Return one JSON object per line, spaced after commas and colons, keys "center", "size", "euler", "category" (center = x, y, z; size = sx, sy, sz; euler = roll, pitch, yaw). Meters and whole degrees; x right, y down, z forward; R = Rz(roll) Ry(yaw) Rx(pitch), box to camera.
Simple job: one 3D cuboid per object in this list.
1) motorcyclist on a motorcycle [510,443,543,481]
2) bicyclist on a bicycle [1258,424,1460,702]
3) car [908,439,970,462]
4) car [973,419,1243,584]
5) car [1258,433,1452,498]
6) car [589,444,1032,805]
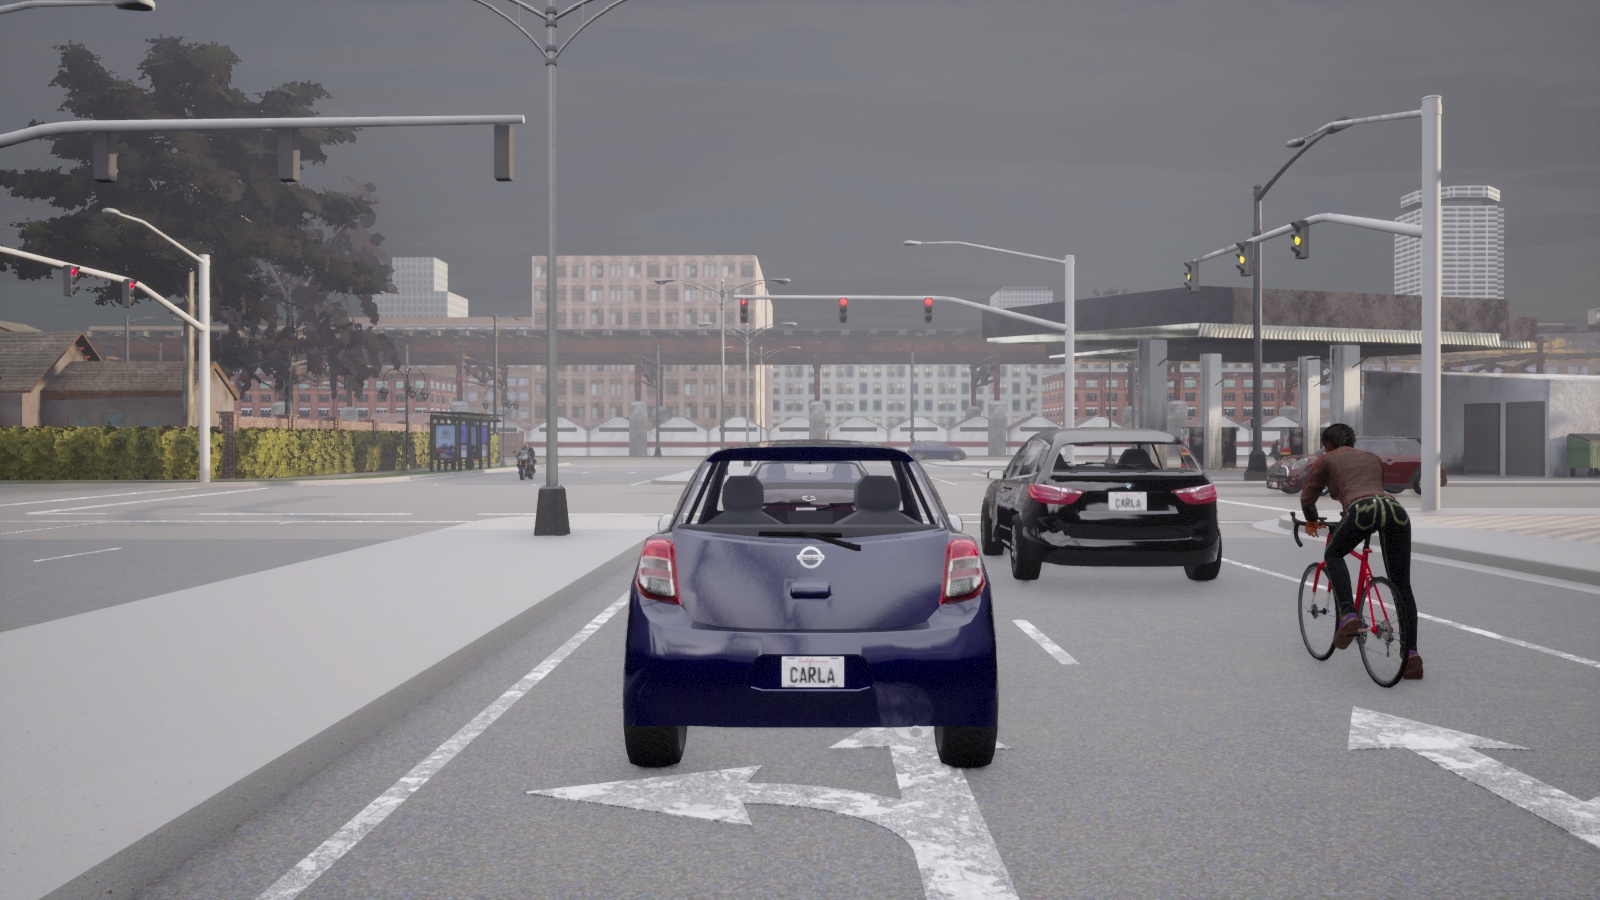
{"center": [-11.184, 0.482, 51.400], "size": [0.866, 1.530, 2.191], "euler": [0, 0, 0], "category": "motorcyclist on a motorcycle"}
{"center": [3.560, 0.656, 8.151], "size": [0.582, 1.620, 1.656], "euler": [0, 0, 0], "category": "bicyclist on a bicycle"}
{"center": [10.812, 0.060, 98.045], "size": [4.553, 1.767, 2.097], "euler": [0, 0, -3], "category": "car"}
{"center": [3.446, 0.508, 15.080], "size": [2.242, 1.667, 4.611], "euler": [0, 0, 2], "category": "car"}
{"center": [15.568, 0.418, 35.392], "size": [4.553, 1.767, 2.097], "euler": [0, 0, -1], "category": "car"}
{"center": [0.056, 0.721, 7.057], "size": [1.845, 1.501, 3.633], "euler": [0, 0, 0], "category": "car"}
